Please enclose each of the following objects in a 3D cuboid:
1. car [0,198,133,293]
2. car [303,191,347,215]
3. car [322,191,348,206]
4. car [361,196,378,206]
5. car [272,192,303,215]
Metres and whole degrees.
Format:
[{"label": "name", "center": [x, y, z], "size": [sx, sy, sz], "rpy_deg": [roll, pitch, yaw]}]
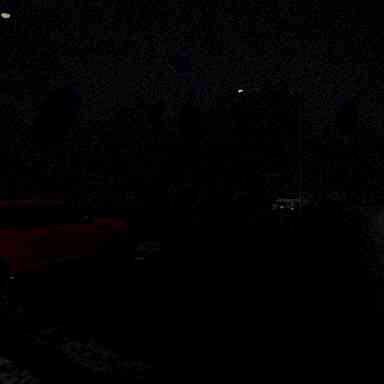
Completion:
[{"label": "car", "center": [-4.055, 1.163, 8.390], "size": [2.150, 2.045, 5.566], "rpy_deg": [0, 1, 36]}, {"label": "car", "center": [12.591, 1.032, 31.217], "size": [2.150, 2.045, 5.566], "rpy_deg": [0, 0, 36]}, {"label": "car", "center": [19.750, 0.850, 45.861], "size": [2.150, 2.045, 5.566], "rpy_deg": [0, 0, 36]}, {"label": "car", "center": [27.632, 1.383, 51.832], "size": [1.837, 1.490, 4.892], "rpy_deg": [0, -2, 36]}, {"label": "car", "center": [9.766, 1.029, 32.342], "size": [2.150, 2.045, 5.566], "rpy_deg": [0, 0, 36]}]
